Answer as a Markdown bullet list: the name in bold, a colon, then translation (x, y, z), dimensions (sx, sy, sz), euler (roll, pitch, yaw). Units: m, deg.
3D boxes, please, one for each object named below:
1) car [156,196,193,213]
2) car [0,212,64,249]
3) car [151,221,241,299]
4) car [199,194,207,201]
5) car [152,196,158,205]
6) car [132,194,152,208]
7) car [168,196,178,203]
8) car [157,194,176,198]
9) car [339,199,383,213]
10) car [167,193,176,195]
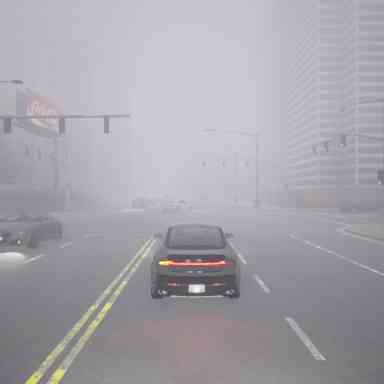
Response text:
- **car**: translation (-1.632, 1.525, 36.768), dimensions (1.812, 1.442, 4.674), euler (1, 0, 29)
- **car**: translation (-7.183, 1.564, 14.406), dimensions (1.994, 1.385, 4.181), euler (0, 0, 0)
- **car**: translation (0.056, 1.505, 8.462), dimensions (1.837, 1.490, 4.892), euler (0, 0, -1)
- **car**: translation (2.924, 1.355, 88.718), dimensions (2.097, 1.767, 4.553), euler (0, 0, 0)
- **car**: translation (-7.449, 1.601, 57.006), dimensions (1.895, 1.301, 4.718), euler (0, 0, 0)
- **car**: translation (-7.409, 1.491, 47.742), dimensions (2.128, 1.511, 4.902), euler (0, 0, 0)
- **car**: translation (-3.962, 1.595, 71.344), dimensions (1.895, 1.301, 4.718), euler (0, 0, 0)
- **car**: translation (-3.911, 1.526, 51.719), dimensions (1.812, 1.442, 4.674), euler (0, 0, 0)
- **car**: translation (18.448, 1.477, 35.673), dimensions (5.008, 1.535, 1.882), euler (0, 0, -1)
- **car**: translation (-3.959, 1.221, 61.298), dimensions (2.150, 2.045, 5.566), euler (0, 0, 0)
